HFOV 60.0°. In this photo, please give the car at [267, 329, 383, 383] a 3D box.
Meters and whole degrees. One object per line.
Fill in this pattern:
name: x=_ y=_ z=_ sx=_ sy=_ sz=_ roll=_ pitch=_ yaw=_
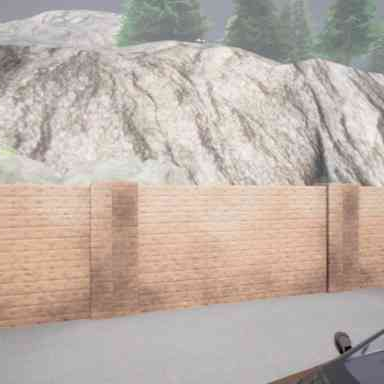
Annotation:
car: x=2.148 y=1.492 z=1.920 sx=4.902 sy=1.511 sz=2.128 roll=0 pitch=0 yaw=-18
